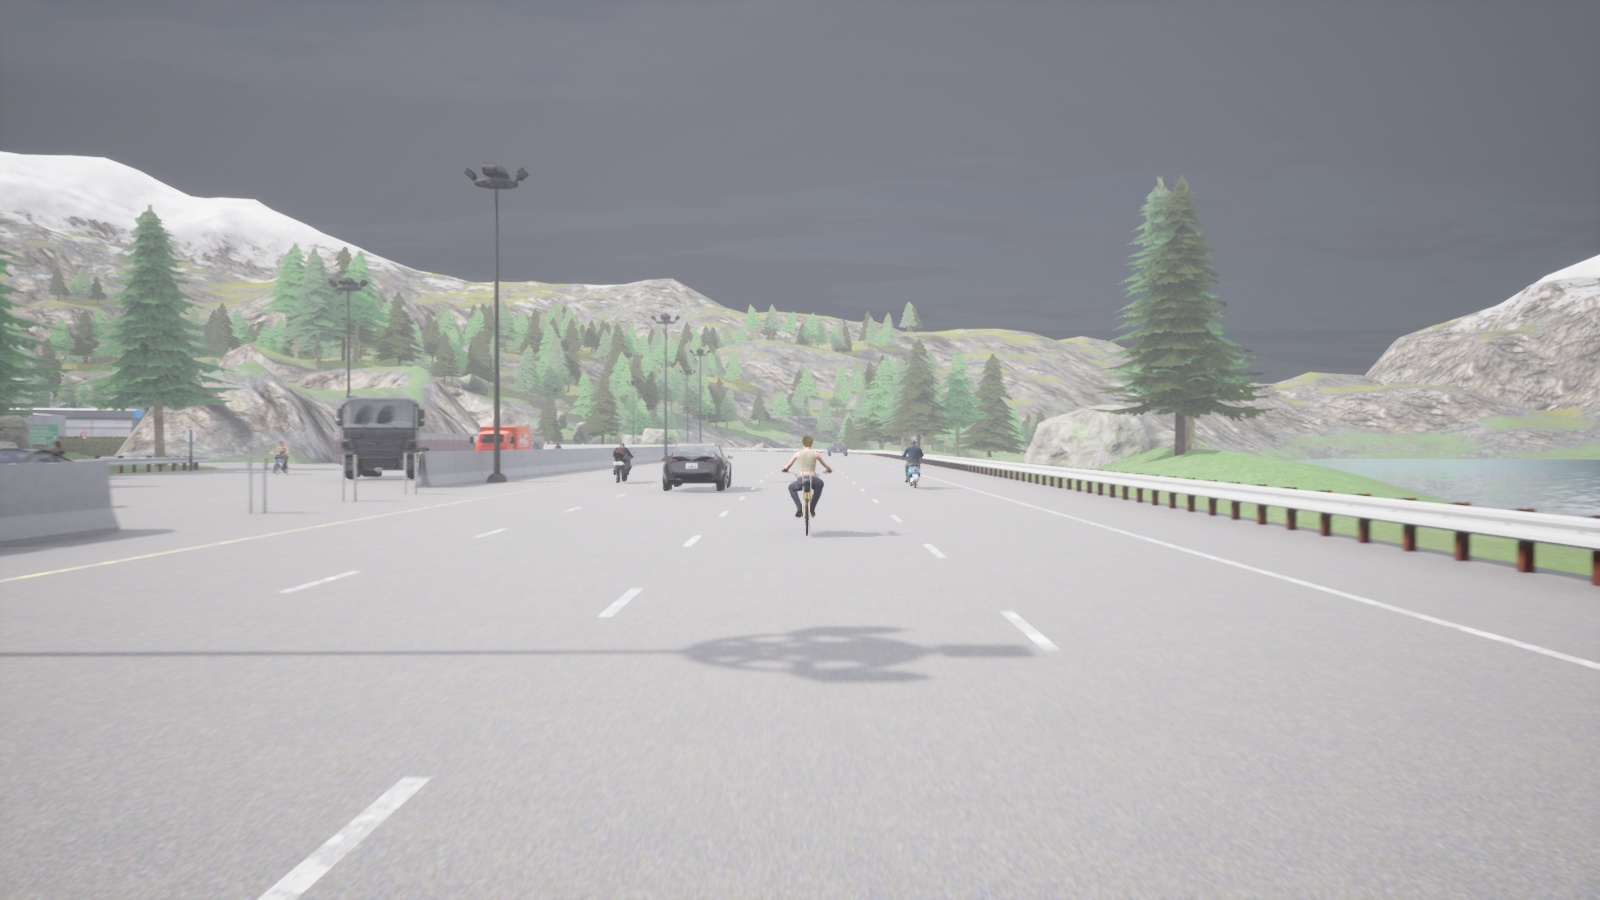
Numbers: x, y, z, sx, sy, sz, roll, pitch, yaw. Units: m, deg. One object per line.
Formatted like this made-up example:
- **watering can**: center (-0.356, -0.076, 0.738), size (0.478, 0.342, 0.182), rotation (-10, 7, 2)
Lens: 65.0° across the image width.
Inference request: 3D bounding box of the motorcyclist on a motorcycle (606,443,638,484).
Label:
- **motorcyclist on a motorcycle**: center (-6.737, 0.491, 47.585), size (0.866, 1.530, 2.191), rotation (0, 0, 0)

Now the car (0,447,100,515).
- **car**: center (-17.344, 0.633, 27.229), size (1.994, 1.385, 4.181), rotation (0, 0, 0)

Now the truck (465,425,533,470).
- **truck**: center (-17.113, -0.192, 71.764), size (2.627, 2.467, 5.204), rotation (0, 1, 0)

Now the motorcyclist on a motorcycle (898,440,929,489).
- **motorcyclist on a motorcycle**: center (3.730, 0.455, 41.319), size (0.866, 1.590, 1.817), rotation (0, 0, 0)

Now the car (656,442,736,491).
- **car**: center (-3.275, 0.501, 40.536), size (2.163, 1.488, 4.792), rotation (0, 0, 0)

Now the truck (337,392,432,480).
- **truck**: center (-17.460, -0.568, 53.251), size (2.891, 3.462, 7.936), rotation (0, 0, -11)

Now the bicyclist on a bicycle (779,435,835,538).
- **bicyclist on a bicycle**: center (0.117, 0.561, 20.424), size (0.866, 1.612, 1.509), rotation (0, 0, 1)
